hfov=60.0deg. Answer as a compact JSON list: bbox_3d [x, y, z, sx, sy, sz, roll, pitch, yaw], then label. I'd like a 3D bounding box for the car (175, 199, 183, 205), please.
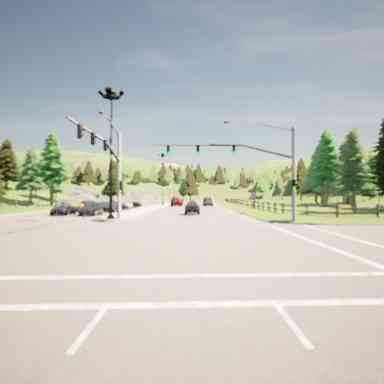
[{"bbox_3d":[-3.187,2.471,82.514,1.882,1.535,5.008,0,-1,2],"label":"car"}]

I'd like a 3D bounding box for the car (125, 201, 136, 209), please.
[{"bbox_3d":[-11.540,2.337,57.653,1.895,1.301,4.718,0,-1,1],"label":"car"}]

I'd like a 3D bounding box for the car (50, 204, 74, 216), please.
[{"bbox_3d":[-15.063,2.065,39.165,1.994,1.385,4.181,0,-1,1],"label":"car"}]

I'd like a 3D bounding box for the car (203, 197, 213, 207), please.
[{"bbox_3d":[3.583,2.450,71.730,2.033,1.411,5.357,0,-1,1],"label":"car"}]

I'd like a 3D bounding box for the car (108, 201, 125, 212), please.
[{"bbox_3d":[-11.567,2.161,48.070,2.033,1.411,5.357,0,-1,0],"label":"car"}]

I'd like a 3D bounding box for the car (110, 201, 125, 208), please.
[{"bbox_3d":[-14.954,2.451,66.691,1.895,1.301,4.718,0,-1,0],"label":"car"}]

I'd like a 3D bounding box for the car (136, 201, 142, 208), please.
[{"bbox_3d":[-11.453,2.463,67.845,1.895,1.301,4.718,0,-1,0],"label":"car"}]

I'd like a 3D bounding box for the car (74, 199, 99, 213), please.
[{"bbox_3d":[-15.063,1.961,47.675,2.097,1.767,4.553,0,-1,0],"label":"car"}]

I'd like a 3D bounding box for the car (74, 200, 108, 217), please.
[{"bbox_3d":[-11.575,1.995,38.333,1.837,1.490,4.892,0,-1,0],"label":"car"}]

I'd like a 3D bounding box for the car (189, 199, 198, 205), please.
[{"bbox_3d":[0.312,2.517,82.419,2.128,1.511,4.902,0,-1,2],"label":"car"}]

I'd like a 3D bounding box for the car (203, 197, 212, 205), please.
[{"bbox_3d":[3.812,2.216,82.358,2.150,2.045,5.566,0,-1,2],"label":"car"}]

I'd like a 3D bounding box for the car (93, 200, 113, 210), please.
[{"bbox_3d":[-15.035,2.213,56.551,2.128,1.511,4.902,0,-1,0],"label":"car"}]

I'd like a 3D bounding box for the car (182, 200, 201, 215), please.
[{"bbox_3d":[0.026,2.029,41.132,1.837,1.490,4.892,0,-1,0],"label":"car"}]

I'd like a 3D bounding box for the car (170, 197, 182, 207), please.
[{"bbox_3d":[-3.416,2.136,71.772,2.150,2.045,5.566,0,-1,1],"label":"car"}]
